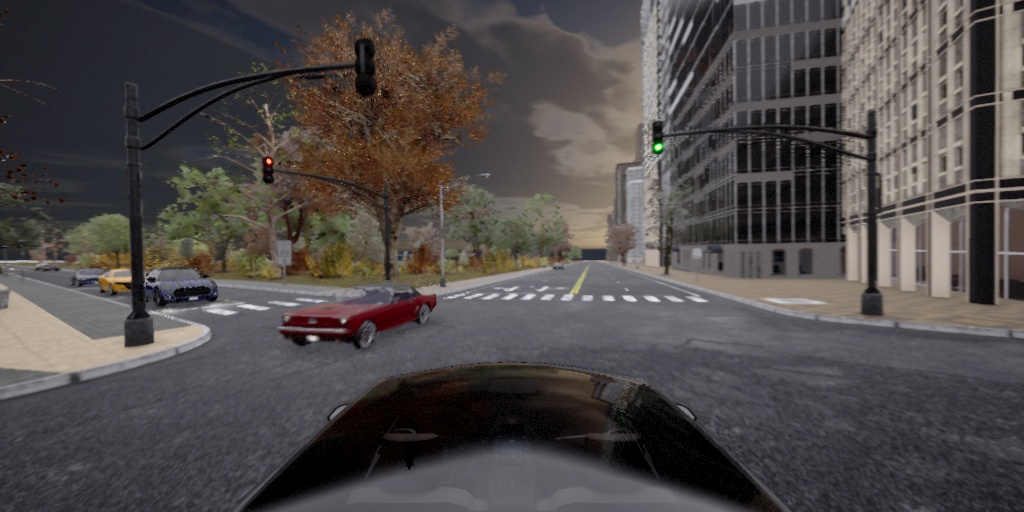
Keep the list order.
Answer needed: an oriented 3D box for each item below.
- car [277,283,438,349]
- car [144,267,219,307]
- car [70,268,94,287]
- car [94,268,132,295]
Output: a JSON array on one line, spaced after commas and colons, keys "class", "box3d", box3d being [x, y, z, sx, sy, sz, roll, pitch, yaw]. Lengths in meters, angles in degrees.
[{"class": "car", "box3d": [-3.862, 1.467, 9.944, 1.895, 1.301, 4.718, 0, 0, 13]}, {"class": "car", "box3d": [-16.268, 1.355, 17.442, 4.553, 1.767, 2.097, -1, 1, 34]}, {"class": "car", "box3d": [-34.664, 1.724, 29.514, 5.357, 1.411, 2.033, -1, 1, 33]}, {"class": "car", "box3d": [-24.636, 1.559, 22.932, 5.008, 1.535, 1.882, 0, 1, 33]}]
